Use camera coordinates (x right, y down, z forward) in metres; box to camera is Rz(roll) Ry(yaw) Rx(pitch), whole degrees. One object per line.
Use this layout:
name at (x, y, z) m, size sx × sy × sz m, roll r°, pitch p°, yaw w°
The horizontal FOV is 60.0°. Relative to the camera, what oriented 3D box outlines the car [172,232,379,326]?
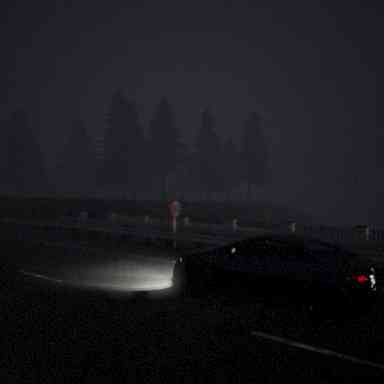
car at (1.616, 1.567, 7.140) m, size 4.181 × 1.385 × 1.994 m, roll 0°, pitch 0°, yaw 36°
